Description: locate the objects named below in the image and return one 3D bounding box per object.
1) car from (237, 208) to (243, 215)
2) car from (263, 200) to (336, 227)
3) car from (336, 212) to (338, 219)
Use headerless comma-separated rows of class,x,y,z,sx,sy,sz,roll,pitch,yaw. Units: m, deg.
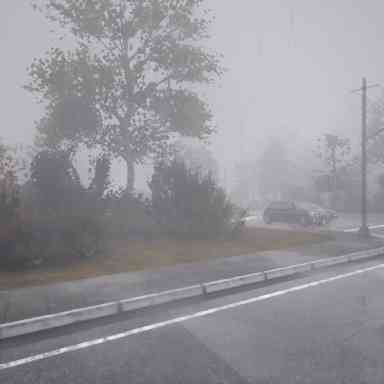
car,3.501,1.791,33.710,1.994,1.385,4.181,0,-1,-42
car,7.310,1.436,23.636,2.097,1.767,4.553,0,-1,-38
car,9.210,1.605,26.881,1.837,1.490,4.892,0,-1,-42
